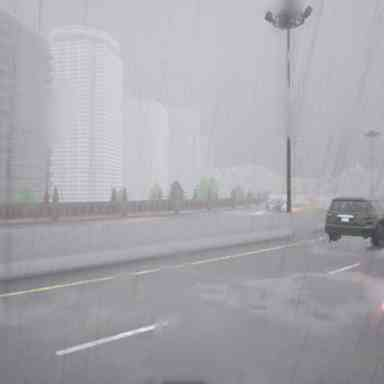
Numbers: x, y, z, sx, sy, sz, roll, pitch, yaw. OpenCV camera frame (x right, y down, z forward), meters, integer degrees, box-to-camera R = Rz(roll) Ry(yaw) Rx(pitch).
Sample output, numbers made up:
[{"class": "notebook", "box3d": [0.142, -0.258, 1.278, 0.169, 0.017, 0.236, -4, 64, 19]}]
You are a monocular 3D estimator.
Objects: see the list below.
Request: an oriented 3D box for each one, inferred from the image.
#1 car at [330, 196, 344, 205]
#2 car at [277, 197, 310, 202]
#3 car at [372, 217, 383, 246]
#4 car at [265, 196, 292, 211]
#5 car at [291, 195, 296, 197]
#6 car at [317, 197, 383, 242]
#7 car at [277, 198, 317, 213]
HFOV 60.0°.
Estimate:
[{"class": "car", "box3d": [27.865, 1.617, 63.934, 1.882, 1.535, 5.008, 0, 0, 17]}, {"class": "car", "box3d": [11.044, 1.616, 35.772, 1.812, 1.442, 4.674, 0, 0, 34]}, {"class": "car", "box3d": [7.454, 1.543, 10.216, 4.674, 1.442, 1.812, 0, 0, -42]}, {"class": "car", "box3d": [10.653, 1.602, 41.563, 2.128, 1.511, 4.902, 0, 0, 31]}, {"class": "car", "box3d": [24.033, 1.539, 79.731, 1.837, 1.490, 4.892, 0, 0, 11]}, {"class": "car", "box3d": [8.340, 1.254, 15.853, 5.566, 2.045, 2.150, 0, 0, -45]}, {"class": "car", "box3d": [9.208, 1.546, 27.562, 1.882, 1.535, 5.008, 0, 0, 39]}]
